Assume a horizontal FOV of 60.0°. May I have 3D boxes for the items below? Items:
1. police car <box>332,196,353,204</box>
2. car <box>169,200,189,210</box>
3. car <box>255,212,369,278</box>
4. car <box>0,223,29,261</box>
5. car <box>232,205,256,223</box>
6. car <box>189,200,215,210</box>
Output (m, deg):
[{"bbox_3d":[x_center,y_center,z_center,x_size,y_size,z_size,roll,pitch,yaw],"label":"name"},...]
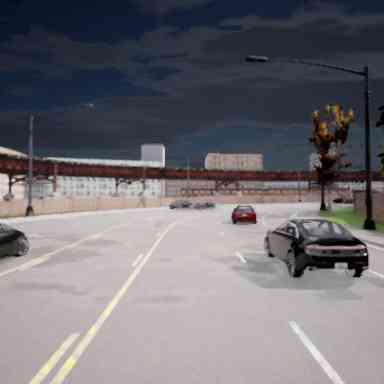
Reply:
[{"bbox_3d":[31.532,1.707,69.353,5.238,1.638,1.930,-1,-1,-28],"label":"police car"},{"bbox_3d":[-1.731,2.013,51.864,1.837,1.490,4.892,-2,-1,31],"label":"car"},{"bbox_3d":[3.604,1.590,10.457,2.128,1.511,4.902,0,0,0],"label":"car"},{"bbox_3d":[-7.064,1.665,10.687,1.994,1.385,4.181,0,-1,0],"label":"car"},{"bbox_3d":[4.447,1.795,28.057,1.994,1.385,4.181,-1,0,9],"label":"car"},{"bbox_3d":[1.951,1.987,51.167,1.812,1.442,4.674,-1,-1,32],"label":"car"}]
